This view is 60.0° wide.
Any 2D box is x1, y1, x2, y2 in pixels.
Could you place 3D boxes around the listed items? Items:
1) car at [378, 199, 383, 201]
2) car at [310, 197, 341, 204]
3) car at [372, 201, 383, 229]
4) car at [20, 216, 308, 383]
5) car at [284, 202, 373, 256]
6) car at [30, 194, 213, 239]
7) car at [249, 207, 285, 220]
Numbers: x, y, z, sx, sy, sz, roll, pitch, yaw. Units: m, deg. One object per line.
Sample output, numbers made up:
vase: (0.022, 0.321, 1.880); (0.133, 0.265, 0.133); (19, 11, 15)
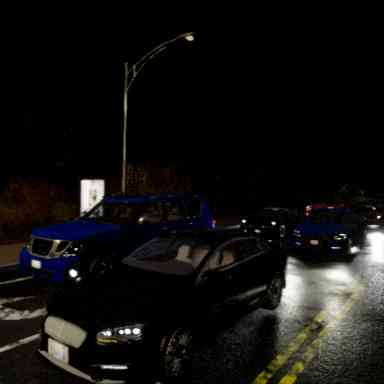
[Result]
car: (17.108, 1.384, 29.424); (1.812, 1.442, 4.674); (1, 1, 33)
car: (10.130, 1.169, 25.103); (2.097, 1.767, 4.553); (1, 1, 35)
car: (11.205, 1.481, 20.974); (1.895, 1.301, 4.718); (1, 1, 35)
car: (0.023, 1.420, 5.518); (2.128, 1.511, 4.902); (1, 1, 36)
car: (5.519, 1.381, 13.004); (1.882, 1.535, 5.008); (1, 1, 36)
car: (-1.496, 1.090, 8.923); (2.150, 2.045, 5.566); (1, 1, 37)
car: (4.259, 1.443, 16.816); (1.895, 1.301, 4.718); (1, 1, 36)
